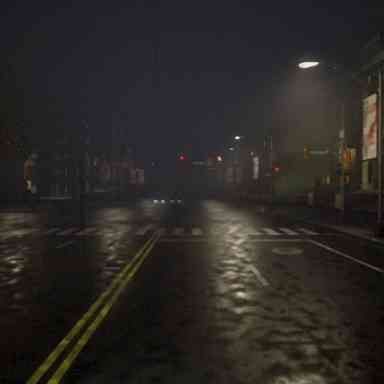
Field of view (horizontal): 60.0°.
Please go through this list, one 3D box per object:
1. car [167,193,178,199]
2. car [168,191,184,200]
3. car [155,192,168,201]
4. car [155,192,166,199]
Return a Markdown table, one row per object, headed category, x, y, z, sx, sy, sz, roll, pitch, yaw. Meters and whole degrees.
| category | x | y | z | sx | sy | sz | roll | pitch | yaw |
| --- | --- | --- | --- | --- | --- | --- | --- | --- | --- |
| car | -5.273 | 0.960 | 90.106 | 1.882 | 1.535 | 5.008 | 0 | 0 | -18 |
| car | -3.483 | 0.802 | 73.588 | 2.150 | 2.045 | 5.566 | 0 | 0 | 0 |
| car | -6.975 | 1.180 | 72.177 | 1.895 | 1.301 | 4.718 | 0 | 0 | 0 |
| car | -8.376 | 0.848 | 88.256 | 2.097 | 1.767 | 4.553 | 0 | 0 | -14 |
